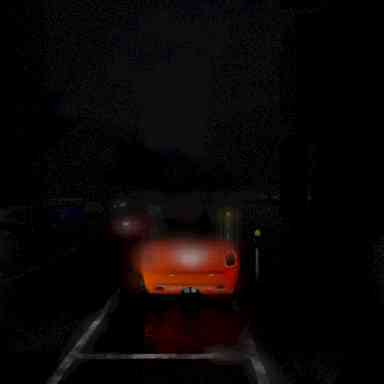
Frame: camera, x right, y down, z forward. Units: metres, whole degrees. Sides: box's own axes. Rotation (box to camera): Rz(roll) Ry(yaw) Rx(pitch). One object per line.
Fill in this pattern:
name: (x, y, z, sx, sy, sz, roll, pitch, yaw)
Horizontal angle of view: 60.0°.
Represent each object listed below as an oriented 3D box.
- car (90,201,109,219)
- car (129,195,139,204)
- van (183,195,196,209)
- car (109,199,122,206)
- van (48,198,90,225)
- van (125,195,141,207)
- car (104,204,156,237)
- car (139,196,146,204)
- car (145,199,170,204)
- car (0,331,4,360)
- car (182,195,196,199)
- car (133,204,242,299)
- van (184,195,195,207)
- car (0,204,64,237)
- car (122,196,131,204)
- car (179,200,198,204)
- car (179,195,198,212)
car: (-8.909, 1.530, 28.841, 1.752, 1.417, 4.829, 0, 0, 0)
car: (-8.910, 1.452, 45.324, 1.967, 1.590, 4.097, 0, 0, 0)
van: (-0.384, 1.353, 45.324, 1.690, 1.788, 3.998, 0, 0, 0)
car: (-8.909, 1.572, 34.448, 1.947, 1.339, 4.313, 0, 0, 0)
van: (-8.909, 1.344, 23.573, 1.690, 1.788, 3.998, 0, 0, 0)
van: (-8.910, 1.355, 50.762, 1.690, 1.788, 3.998, 0, 0, 0)
car: (-3.127, 1.566, 18.119, 1.994, 1.385, 4.181, 0, 0, 1)
car: (-6.162, 1.613, 46.427, 1.895, 1.301, 4.718, 0, 0, 0)
car: (-3.127, 1.570, 33.191, 1.994, 1.385, 4.181, 0, 0, 0)
car: (-3.147, 1.525, 2.018, 1.812, 1.442, 4.674, 0, 0, 0)
car: (-0.384, 1.446, 34.448, 1.967, 1.590, 4.097, 0, 0, 0)
car: (-0.032, 1.353, 8.620, 2.097, 1.767, 4.553, 0, 0, 0)
van: (-0.384, 1.356, 50.761, 1.690, 1.788, 3.998, 0, 0, 0)
car: (-8.909, 1.567, 18.136, 1.947, 1.339, 4.313, 0, 0, 0)
car: (-8.909, 1.534, 39.716, 1.752, 1.417, 4.829, 0, 0, 0)
car: (-0.384, 1.528, 23.743, 1.752, 1.417, 4.829, 0, 0, 0)
car: (-0.384, 1.324, 39.886, 2.192, 1.841, 5.009, 0, 0, 0)
